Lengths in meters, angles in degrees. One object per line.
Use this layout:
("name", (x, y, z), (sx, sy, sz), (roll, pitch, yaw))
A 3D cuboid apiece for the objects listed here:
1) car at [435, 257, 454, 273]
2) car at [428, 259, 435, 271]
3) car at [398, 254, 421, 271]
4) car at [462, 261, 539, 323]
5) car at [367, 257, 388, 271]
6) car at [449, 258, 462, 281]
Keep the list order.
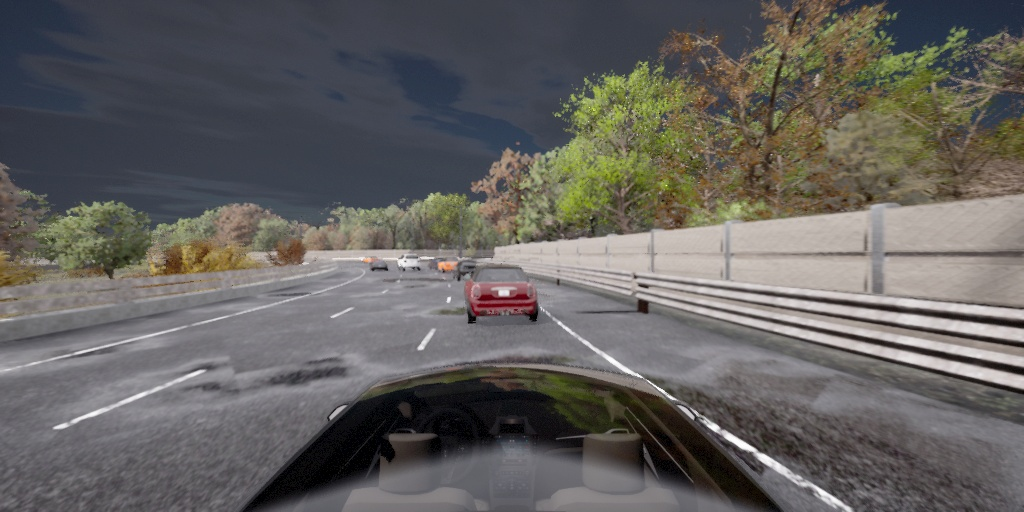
("car", (-6.887, 0.926, 39.530), (2.097, 1.767, 4.553), (0, 0, -19))
("car", (-9.398, 1.096, 45.945), (2.033, 1.411, 5.357), (0, 0, -25))
("car", (-13.037, 0.791, 45.363), (2.150, 2.045, 5.566), (0, 1, -25))
("car", (-0.519, 1.049, 12.184), (2.097, 1.767, 4.553), (0, 0, -8))
("car", (-16.753, 1.146, 45.075), (1.994, 1.385, 4.181), (0, 0, -25))
("car", (-3.612, 1.122, 28.431), (1.837, 1.490, 4.892), (0, -1, -15))
